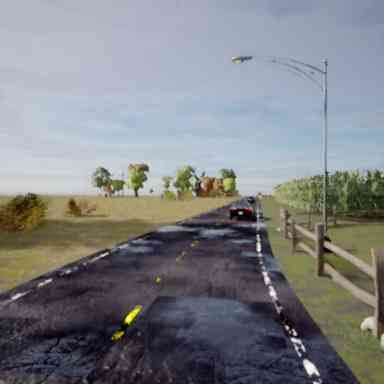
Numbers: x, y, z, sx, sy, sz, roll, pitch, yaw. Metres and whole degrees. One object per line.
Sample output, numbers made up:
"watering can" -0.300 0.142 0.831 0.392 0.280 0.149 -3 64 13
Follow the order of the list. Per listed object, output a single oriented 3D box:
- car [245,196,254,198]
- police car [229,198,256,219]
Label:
"car" 10.356 1.442 59.535 2.097 1.767 4.553 0 0 11
"police car" 4.450 1.562 29.475 2.038 1.542 4.974 0 0 12
